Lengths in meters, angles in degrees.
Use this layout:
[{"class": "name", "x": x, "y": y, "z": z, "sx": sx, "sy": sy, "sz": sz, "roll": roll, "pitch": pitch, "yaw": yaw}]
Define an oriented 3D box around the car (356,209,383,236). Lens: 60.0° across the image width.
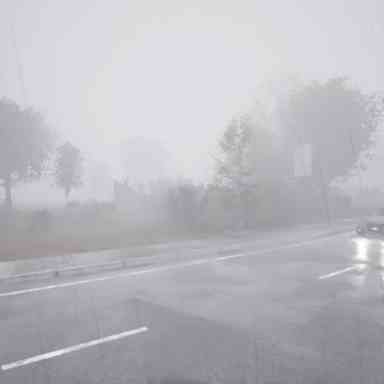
[{"class": "car", "x": 10.196, "y": 1.569, "z": 17.284, "sx": 4.181, "sy": 1.385, "sz": 1.994, "roll": 0, "pitch": 0, "yaw": -43}]
